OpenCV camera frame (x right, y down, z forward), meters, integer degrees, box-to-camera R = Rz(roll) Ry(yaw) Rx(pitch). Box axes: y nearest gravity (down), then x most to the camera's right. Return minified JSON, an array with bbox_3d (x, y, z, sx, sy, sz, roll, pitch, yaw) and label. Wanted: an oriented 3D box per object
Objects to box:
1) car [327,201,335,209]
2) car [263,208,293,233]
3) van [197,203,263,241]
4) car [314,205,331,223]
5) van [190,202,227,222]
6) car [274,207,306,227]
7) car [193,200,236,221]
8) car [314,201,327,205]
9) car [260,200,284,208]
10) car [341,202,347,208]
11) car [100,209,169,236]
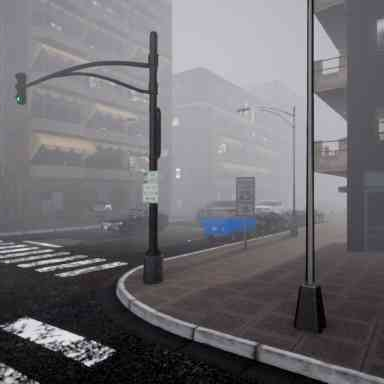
[{"bbox_3d":[27.364,2.729,68.821,2.192,1.841,5.009,-1,-2,35],"label":"car"},{"bbox_3d":[5.304,2.035,23.393,1.947,1.339,4.313,-1,-2,35],"label":"car"},{"bbox_3d":[2.230,1.704,18.786,1.690,1.788,3.998,-1,-2,35],"label":"van"},{"bbox_3d":[11.725,2.233,32.422,2.008,1.369,4.403,-1,-2,35],"label":"car"},{"bbox_3d":[1.681,1.903,32.708,1.690,1.788,3.998,-1,-2,35],"label":"van"},{"bbox_3d":[8.514,2.158,27.906,1.802,1.307,4.206,-1,-2,35],"label":"car"},{"bbox_3d":[2.647,1.749,29.551,2.150,2.045,5.566,0,-1,37],"label":"car"},{"bbox_3d":[24.155,2.890,64.301,1.802,1.307,4.206,-1,-2,35],"label":"car"},{"bbox_3d":[8.843,1.955,38.253,2.150,2.045,5.566,0,-1,36],"label":"car"},{"bbox_3d":[40.111,3.376,86.737,1.752,1.417,4.829,-1,-2,35],"label":"car"},{"bbox_3d":[-3.490,1.815,20.939,2.128,1.511,4.902,0,-1,35],"label":"car"}]
